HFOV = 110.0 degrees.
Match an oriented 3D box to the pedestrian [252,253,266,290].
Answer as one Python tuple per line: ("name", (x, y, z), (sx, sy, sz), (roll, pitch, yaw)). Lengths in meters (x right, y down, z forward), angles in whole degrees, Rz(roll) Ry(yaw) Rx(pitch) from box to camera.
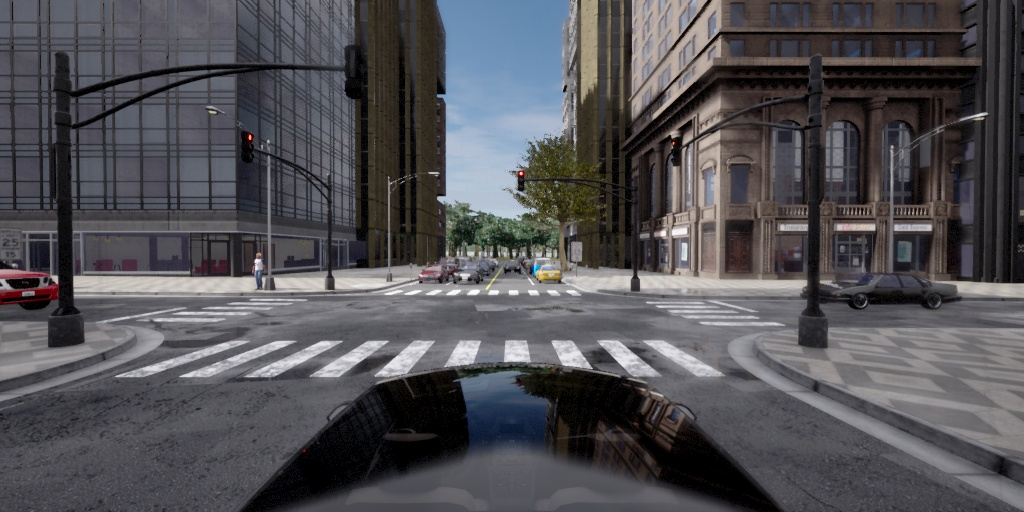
("pedestrian", (-12.541, 0.740, 17.816), (0.375, 1.860, 0.375), (0, 0, 0))

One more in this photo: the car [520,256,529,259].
("car", (2.694, 1.201, 61.091), (2.007, 1.370, 4.403), (0, 0, 0))

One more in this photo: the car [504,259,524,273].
("car", (0.055, 1.303, 41.324), (1.895, 1.301, 4.718), (0, 0, 0))

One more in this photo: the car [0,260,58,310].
("car", (-18.386, 0.841, 11.560), (5.566, 2.045, 2.150), (1, 1, 0))

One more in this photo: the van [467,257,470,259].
("van", (-5.805, 1.049, 38.356), (1.690, 1.789, 3.998), (0, 0, 0))

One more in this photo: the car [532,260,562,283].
("car", (2.733, 1.253, 27.184), (1.751, 1.417, 4.829), (0, 0, 0))

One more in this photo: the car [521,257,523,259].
("car", (2.701, 1.211, 55.412), (1.888, 1.381, 4.507), (0, 0, 0))

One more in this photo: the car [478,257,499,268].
("car", (-3.138, 1.182, 46.441), (2.128, 1.511, 4.902), (0, 0, 0))

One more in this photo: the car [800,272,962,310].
("car", (15.200, 1.393, 14.884), (5.357, 1.411, 2.033), (0, 1, -2))

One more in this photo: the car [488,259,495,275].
("car", (-3.133, 1.260, 36.329), (2.033, 1.411, 5.357), (0, 0, 0))

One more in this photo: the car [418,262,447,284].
("car", (-5.792, 1.310, 26.996), (1.802, 1.307, 4.207), (0, 0, 0))

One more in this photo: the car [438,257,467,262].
("car", (-5.799, 1.033, 32.676), (2.192, 1.841, 5.009), (0, 0, 0))

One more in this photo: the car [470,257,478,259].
("car", (-5.812, 1.010, 44.036), (2.192, 1.841, 5.009), (0, 0, 0))

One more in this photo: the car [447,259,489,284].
("car", (-3.134, 1.220, 26.507), (2.128, 1.511, 4.902), (0, 0, 1))

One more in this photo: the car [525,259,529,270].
("car", (2.720, 1.274, 38.374), (1.948, 1.339, 4.313), (0, 0, 0))

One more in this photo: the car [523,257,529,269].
("car", (2.707, 1.207, 49.903), (1.751, 1.417, 4.829), (0, 0, 0))

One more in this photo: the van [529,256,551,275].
("van", (2.727, 1.060, 32.694), (1.690, 1.789, 3.998), (0, 0, 0))
